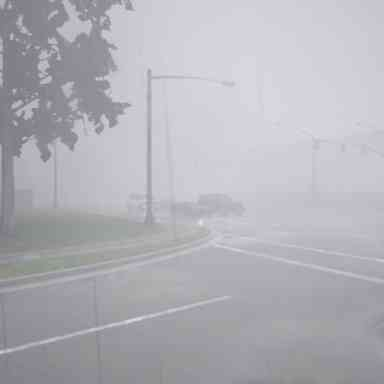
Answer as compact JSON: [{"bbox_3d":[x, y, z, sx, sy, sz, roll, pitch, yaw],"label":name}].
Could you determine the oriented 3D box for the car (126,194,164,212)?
[{"bbox_3d":[-5.803,1.213,38.897,2.150,2.045,5.566,0,0,-34],"label":"car"}]

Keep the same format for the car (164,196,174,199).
[{"bbox_3d":[-2.539,1.552,40.310,1.994,1.385,4.181,0,0,-34],"label":"car"}]

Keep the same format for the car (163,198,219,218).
[{"bbox_3d":[-0.209,1.537,30.523,2.033,1.411,5.357,0,0,-34],"label":"car"}]

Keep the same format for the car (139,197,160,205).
[{"bbox_3d":[-7.859,1.586,60.987,1.895,1.301,4.718,0,0,-34],"label":"car"}]

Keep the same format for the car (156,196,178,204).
[{"bbox_3d":[-4.677,1.461,62.526,1.882,1.535,5.008,0,0,-34],"label":"car"}]

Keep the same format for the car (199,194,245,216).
[{"bbox_3d":[2.671,1.209,32.509,2.150,2.045,5.566,0,0,-34],"label":"car"}]
